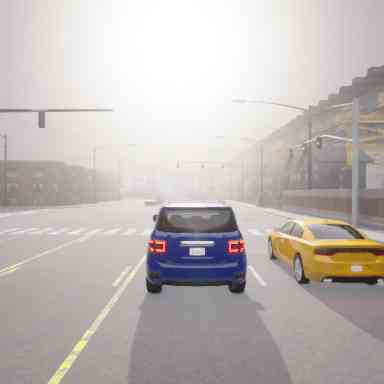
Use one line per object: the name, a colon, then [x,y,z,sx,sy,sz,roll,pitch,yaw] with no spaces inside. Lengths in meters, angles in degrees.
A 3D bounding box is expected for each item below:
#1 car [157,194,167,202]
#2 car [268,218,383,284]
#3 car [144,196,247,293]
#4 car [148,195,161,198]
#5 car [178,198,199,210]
car: [-6.995,1.441,77.908,2.097,1.767,4.553,0,0,0]
car: [3.565,1.502,9.667,1.882,1.535,5.008,0,0,0]
car: [0.065,1.236,9.041,2.150,2.045,5.566,0,0,-1]
car: [-7.070,1.606,57.977,2.033,1.411,5.357,0,0,0]
car: [-0.370,1.608,45.343,2.033,1.411,5.357,0,0,9]
